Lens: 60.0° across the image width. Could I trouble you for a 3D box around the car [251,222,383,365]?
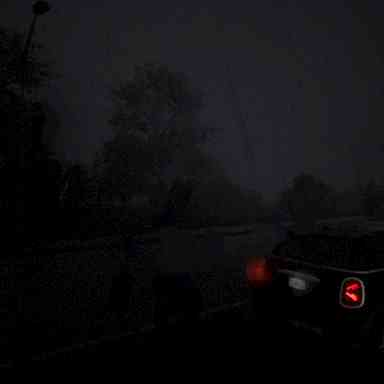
[{"bbox_3d":[3.260,1.351,6.071,4.553,1.767,2.097,0,0,-35],"label":"car"}]
